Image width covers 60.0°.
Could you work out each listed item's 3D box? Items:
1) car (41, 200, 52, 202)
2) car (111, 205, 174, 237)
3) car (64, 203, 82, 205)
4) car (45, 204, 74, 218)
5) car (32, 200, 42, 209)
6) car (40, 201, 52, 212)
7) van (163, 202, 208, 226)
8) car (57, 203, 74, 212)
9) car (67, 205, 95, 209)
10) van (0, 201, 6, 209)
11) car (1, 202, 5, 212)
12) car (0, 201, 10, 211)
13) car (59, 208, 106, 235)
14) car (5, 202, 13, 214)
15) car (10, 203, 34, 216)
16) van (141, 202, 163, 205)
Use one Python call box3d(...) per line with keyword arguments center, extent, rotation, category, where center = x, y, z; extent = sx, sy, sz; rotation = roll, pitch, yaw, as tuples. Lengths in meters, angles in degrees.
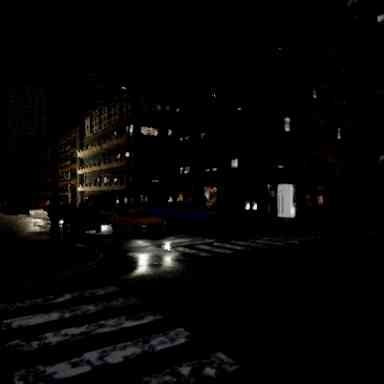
box3d(center=(-28.731, 2.643, 68.170), extent=(2.192, 1.841, 5.009), rotation=(-1, 0, -34), category="car")
box3d(center=(-3.383, 1.805, 20.603), extent=(1.882, 1.535, 5.008), rotation=(-1, -1, -34), category="car")
box3d(center=(-17.580, 2.363, 47.102), extent=(1.882, 1.535, 5.008), rotation=(-1, -1, -34), category="car")
box3d(center=(-14.805, 2.325, 37.431), extent=(1.895, 1.301, 4.718), rotation=(-1, -1, -34), category="car")
box3d(center=(-35.028, 2.862, 77.435), extent=(2.192, 1.841, 5.009), rotation=(-1, 0, -34), category="car")
box3d(center=(-23.477, 2.637, 55.684), extent=(2.033, 1.411, 5.357), rotation=(-1, -1, -34), category="car")
box3d(center=(-0.390, 1.686, 26.481), extent=(1.690, 1.788, 3.998), rotation=(-1, 0, -34), category="van")
box3d(center=(-22.522, 2.638, 59.046), extent=(1.752, 1.417, 4.829), rotation=(-1, 0, -34), category="car")
box3d(center=(-9.036, 2.088, 28.920), extent=(1.994, 1.385, 4.181), rotation=(-1, -1, -35), category="car")
box3d(center=(-32.499, 2.625, 58.868), extent=(1.690, 1.788, 3.998), rotation=(-1, 0, -34), category="van")
box3d(center=(-29.344, 2.725, 54.235), extent=(2.008, 1.369, 4.403), rotation=(-1, 0, -34), category="car")
box3d(center=(-38.817, 2.818, 68.119), extent=(2.192, 1.841, 5.009), rotation=(-1, 0, -34), category="car")
box3d(center=(-7.301, 1.992, 21.810), extent=(1.802, 1.307, 4.206), rotation=(-1, 0, -34), category="car")
box3d(center=(-26.199, 2.505, 49.604), extent=(1.967, 1.590, 4.097), rotation=(-1, 0, -34), category="car")
box3d(center=(-23.046, 2.538, 44.971), extent=(1.802, 1.307, 4.206), rotation=(-1, 0, -34), category="car")
box3d(center=(-3.539, 1.795, 31.113), extent=(1.690, 1.788, 3.998), rotation=(-1, 0, -34), category="van")
